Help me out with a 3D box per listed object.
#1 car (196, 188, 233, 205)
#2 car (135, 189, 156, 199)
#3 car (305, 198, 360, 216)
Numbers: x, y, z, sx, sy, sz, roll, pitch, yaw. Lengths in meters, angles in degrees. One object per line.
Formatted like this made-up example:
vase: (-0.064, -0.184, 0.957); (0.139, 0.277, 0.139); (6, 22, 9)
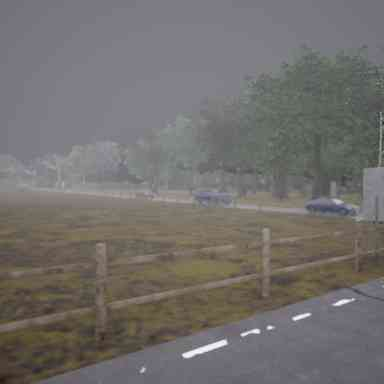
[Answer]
car: (2.732, 0.548, 42.115); (2.150, 2.045, 5.566); (0, 1, -35)
car: (-8.026, 0.286, 57.479); (2.097, 1.767, 4.553); (0, 1, -35)
car: (12.108, 1.236, 28.893); (1.812, 1.442, 4.674); (0, 1, -35)
